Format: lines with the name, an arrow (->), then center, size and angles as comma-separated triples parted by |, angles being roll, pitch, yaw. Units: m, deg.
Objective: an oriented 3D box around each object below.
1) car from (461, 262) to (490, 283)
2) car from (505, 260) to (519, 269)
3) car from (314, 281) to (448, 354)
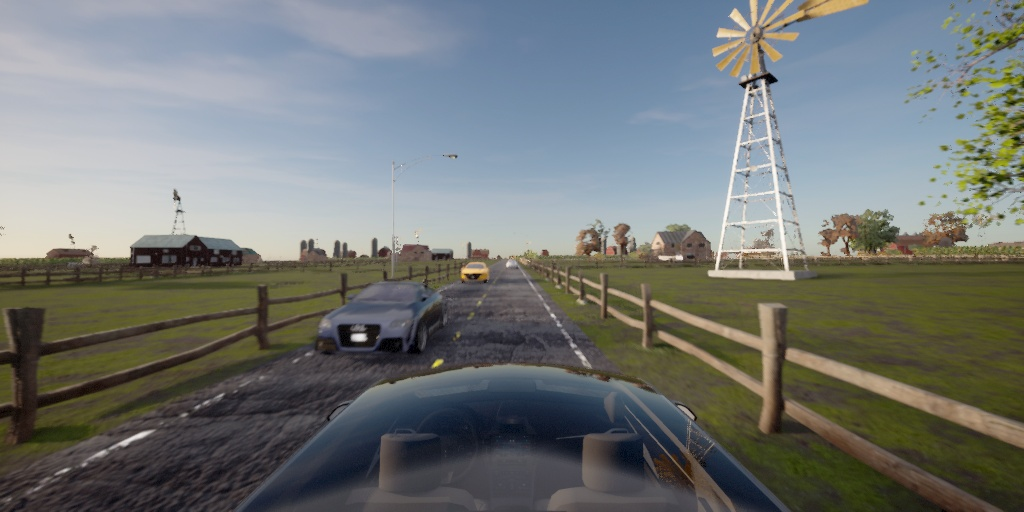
car -> -2.775, 1.244, 28.095 | 1.882, 1.535, 5.008 | 0, 0, 0
car -> -0.010, 1.313, 56.136 | 1.812, 1.442, 4.674 | 0, 0, 0
car -> -2.820, 1.317, 8.619 | 1.994, 1.385, 4.181 | 0, 0, 0
